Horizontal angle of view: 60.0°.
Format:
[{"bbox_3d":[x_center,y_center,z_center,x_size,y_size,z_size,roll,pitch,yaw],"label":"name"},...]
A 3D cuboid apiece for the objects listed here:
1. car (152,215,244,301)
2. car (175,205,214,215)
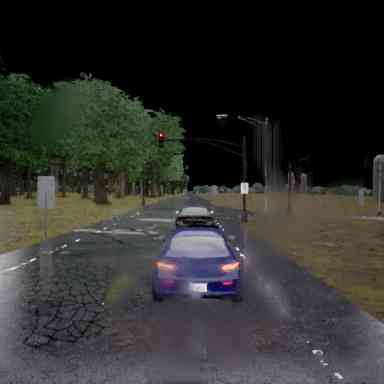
[{"bbox_3d":[0.122,1.516,8.152,1.812,1.442,4.674,0,0,0],"label":"car"},{"bbox_3d":[0.138,1.432,17.431,1.882,1.535,5.008,0,0,0],"label":"car"}]
